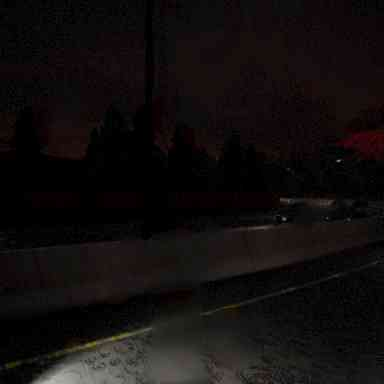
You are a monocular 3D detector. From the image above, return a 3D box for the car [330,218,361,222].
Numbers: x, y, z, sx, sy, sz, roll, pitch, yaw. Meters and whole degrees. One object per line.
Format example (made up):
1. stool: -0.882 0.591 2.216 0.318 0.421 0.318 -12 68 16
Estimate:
1. car: 11.175 1.788 24.061 1.812 1.442 4.674 0 -1 40
